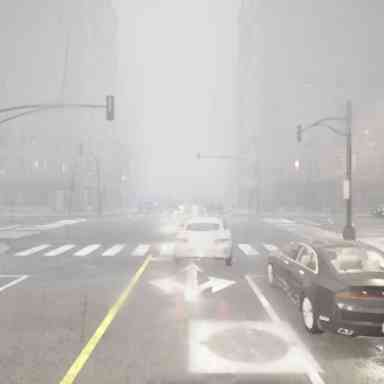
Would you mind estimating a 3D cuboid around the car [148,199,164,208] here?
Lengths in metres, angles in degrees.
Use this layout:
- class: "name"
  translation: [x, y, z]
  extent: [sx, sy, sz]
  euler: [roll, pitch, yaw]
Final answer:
- class: "car"
  translation: [-5.620, 1.837, 52.640]
  extent: [1.947, 1.339, 4.313]
  euler: [0, 0, 0]

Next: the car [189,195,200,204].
- class: "car"
  translation: [0.341, 1.911, 71.667]
  extent: [1.994, 1.385, 4.181]
  euler: [0, 0, 0]

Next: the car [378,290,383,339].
- class: "car"
  translation: [2.668, 1.588, 1.017]
  extent: [1.802, 1.307, 4.206]
  euler: [0, 0, 0]

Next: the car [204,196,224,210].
- class: "car"
  translation: [2.846, 1.652, 41.261]
  extent: [1.967, 1.590, 4.097]
  euler: [0, 0, 0]

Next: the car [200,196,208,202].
- class: "car"
  translation: [3.086, 1.877, 86.614]
  extent: [1.967, 1.590, 4.097]
  euler: [0, 0, 0]

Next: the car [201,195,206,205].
- class: "car"
  translation: [2.906, 1.711, 52.599]
  extent: [1.967, 1.590, 4.097]
  euler: [0, 0, 0]

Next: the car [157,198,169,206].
- class: "car"
  translation: [-5.560, 1.895, 63.976]
  extent: [1.947, 1.339, 4.313]
  euler: [0, 0, 0]

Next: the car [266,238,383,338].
- class: "car"
  translation: [2.672, 1.585, 6.611]
  extent: [2.008, 1.369, 4.403]
  euler: [0, 0, 0]

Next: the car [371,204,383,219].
- class: "car"
  translation: [18.474, 1.387, 28.605]
  extent: [5.566, 2.045, 2.150]
  euler: [0, 0, 0]

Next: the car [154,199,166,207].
- class: "car"
  translation: [-5.590, 1.883, 58.308]
  extent: [1.802, 1.307, 4.206]
  euler: [0, 0, 0]

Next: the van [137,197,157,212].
- class: "van"
  translation: [-5.680, 1.554, 41.305]
  extent: [1.690, 1.788, 3.998]
  euler: [0, 0, 0]

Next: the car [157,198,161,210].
- class: "car"
  translation: [-5.650, 1.683, 46.972]
  extent: [1.967, 1.590, 4.097]
  euler: [0, 0, 0]

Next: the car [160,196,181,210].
- class: "car"
  translation: [-2.877, 1.742, 46.110]
  extent: [1.837, 1.490, 4.892]
  euler: [0, 0, 1]

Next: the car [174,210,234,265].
- class: "car"
  translation: [0.508, 1.587, 11.892]
  extent: [1.812, 1.442, 4.674]
  euler: [0, 0, 6]

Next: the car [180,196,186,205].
- class: "car"
  translation: [-2.692, 1.939, 65.790]
  extent: [1.895, 1.301, 4.718]
  euler: [0, 0, 0]

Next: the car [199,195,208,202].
- class: "car"
  translation: [3.116, 1.779, 92.283]
  extent: [2.192, 1.841, 5.009]
  euler: [0, 0, 0]

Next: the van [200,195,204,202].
- class: "van"
  translation: [2.966, 1.669, 63.938]
  extent: [1.690, 1.788, 3.998]
  euler: [0, 0, 0]

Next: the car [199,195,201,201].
- class: "car"
  translation: [2.997, 1.882, 69.776]
  extent: [1.752, 1.417, 4.829]
  euler: [0, 0, 0]
